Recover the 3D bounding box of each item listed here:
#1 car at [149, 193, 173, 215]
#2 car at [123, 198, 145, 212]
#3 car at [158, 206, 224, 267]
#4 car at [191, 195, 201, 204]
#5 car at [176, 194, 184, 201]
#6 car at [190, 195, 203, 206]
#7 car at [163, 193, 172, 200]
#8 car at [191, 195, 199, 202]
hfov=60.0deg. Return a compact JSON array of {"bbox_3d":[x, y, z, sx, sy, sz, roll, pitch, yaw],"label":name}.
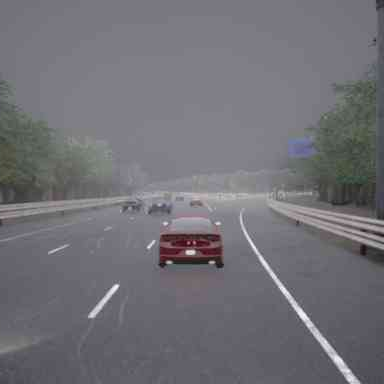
[{"bbox_3d":[-3.051,1.301,33.734,2.097,1.767,4.553,0,0,1],"label":"car"},{"bbox_3d":[-6.483,1.452,37.427,1.837,1.490,4.892,0,0,1],"label":"car"},{"bbox_3d":[-0.010,1.468,11.406,1.882,1.535,5.008,0,0,1],"label":"car"},{"bbox_3d":[0.745,1.413,62.295,1.882,1.535,5.008,0,0,0],"label":"car"},{"bbox_3d":[-2.921,1.438,81.153,1.882,1.535,5.008,0,0,-1],"label":"car"},{"bbox_3d":[0.656,1.518,51.233,1.895,1.301,4.718,0,0,1],"label":"car"},{"bbox_3d":[-6.689,1.221,91.069,2.150,2.045,5.566,0,0,-2],"label":"car"},{"bbox_3d":[0.641,1.446,78.060,1.837,1.490,4.892,0,0,-1],"label":"car"}]
